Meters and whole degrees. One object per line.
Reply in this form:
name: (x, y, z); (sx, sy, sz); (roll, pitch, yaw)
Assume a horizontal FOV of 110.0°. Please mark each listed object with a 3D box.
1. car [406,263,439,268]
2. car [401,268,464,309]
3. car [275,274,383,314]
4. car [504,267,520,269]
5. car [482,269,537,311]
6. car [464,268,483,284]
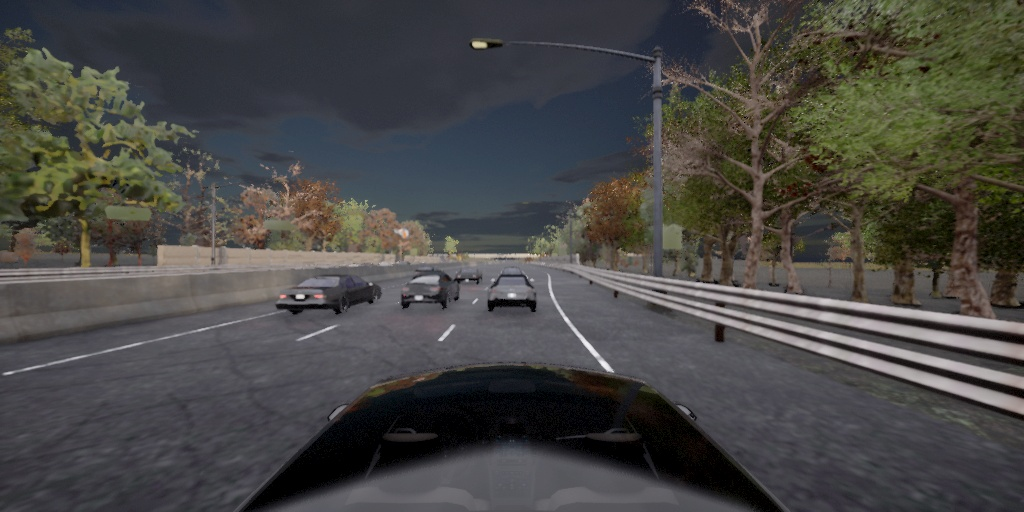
car: (-6.983, 1.535, 30.360); (2.128, 1.511, 4.902); (0, 0, 1)
car: (-3.476, 1.415, 15.755); (1.812, 1.442, 4.674); (0, 0, 1)
car: (-6.992, 1.423, 14.368); (2.033, 1.411, 5.357); (0, -1, 0)
car: (0.004, 1.580, 29.368); (2.033, 1.411, 5.357); (0, -1, 0)
car: (0.020, 1.451, 15.364); (1.994, 1.385, 4.181); (0, -1, 1)
car: (-3.487, 1.641, 30.103); (1.895, 1.301, 4.718); (0, -1, 0)
